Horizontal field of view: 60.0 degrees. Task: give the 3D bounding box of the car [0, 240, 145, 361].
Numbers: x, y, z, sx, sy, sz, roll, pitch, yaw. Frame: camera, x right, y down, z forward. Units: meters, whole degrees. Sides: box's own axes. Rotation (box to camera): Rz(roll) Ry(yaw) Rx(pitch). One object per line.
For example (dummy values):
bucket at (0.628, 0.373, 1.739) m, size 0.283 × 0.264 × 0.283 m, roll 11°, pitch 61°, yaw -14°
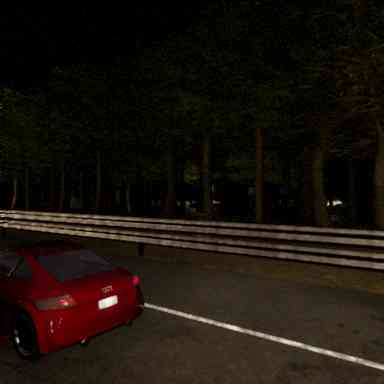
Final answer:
car at (-2.857, 1.589, 6.027) m, size 4.181 × 1.385 × 1.994 m, roll 0°, pitch 0°, yaw 36°
